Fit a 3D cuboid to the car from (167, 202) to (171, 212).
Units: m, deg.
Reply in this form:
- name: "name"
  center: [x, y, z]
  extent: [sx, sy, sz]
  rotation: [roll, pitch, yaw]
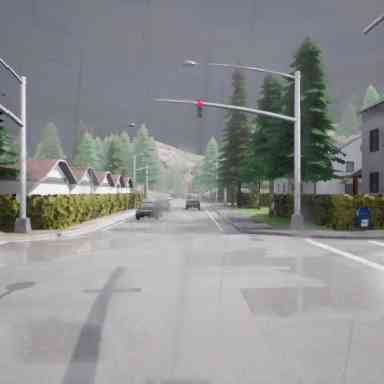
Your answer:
- name: "car"
  center: [-3.562, 1.579, 38.531]
  extent: [1.994, 1.385, 4.181]
  rotation: [0, 0, 1]

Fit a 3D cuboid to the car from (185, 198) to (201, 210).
- name: "car"
  center: [0.118, 1.521, 43.264]
  extent: [1.837, 1.490, 4.892]
  rotation: [0, 0, 0]

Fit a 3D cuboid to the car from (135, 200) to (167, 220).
- name: "car"
  center: [-3.587, 1.558, 28.614]
  extent: [2.033, 1.411, 5.357]
  rotation: [0, 0, 0]
